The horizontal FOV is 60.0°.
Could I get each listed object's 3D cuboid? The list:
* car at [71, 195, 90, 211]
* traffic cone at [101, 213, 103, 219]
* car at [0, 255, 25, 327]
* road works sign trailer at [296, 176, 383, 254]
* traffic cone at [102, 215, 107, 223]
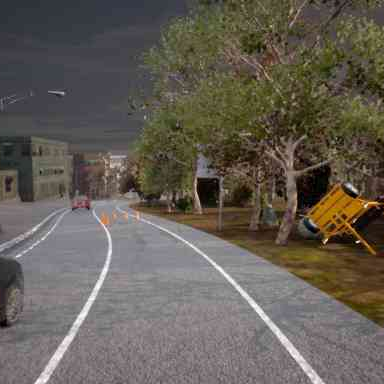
[{"bbox_3d":[-14.929,1.443,44.770,2.150,2.045,5.566,-1,0,-15],"label":"car"},{"bbox_3d":[-6.518,2.052,25.093,0.340,0.580,0.340,-2,0,-18],"label":"traffic cone"},{"bbox_3d":[-3.774,1.541,4.268,1.812,1.442,4.674,0,0,-5],"label":"car"},{"bbox_3d":[6.679,1.194,13.369,3.560,2.380,2.880,0,46,-45],"label":"road works sign trailer"},{"bbox_3d":[-5.903,2.040,23.192,0.340,0.580,0.340,-2,0,-18],"label":"traffic cone"}]
